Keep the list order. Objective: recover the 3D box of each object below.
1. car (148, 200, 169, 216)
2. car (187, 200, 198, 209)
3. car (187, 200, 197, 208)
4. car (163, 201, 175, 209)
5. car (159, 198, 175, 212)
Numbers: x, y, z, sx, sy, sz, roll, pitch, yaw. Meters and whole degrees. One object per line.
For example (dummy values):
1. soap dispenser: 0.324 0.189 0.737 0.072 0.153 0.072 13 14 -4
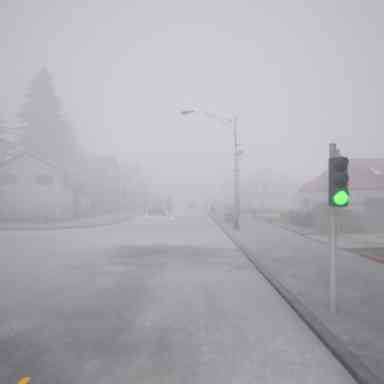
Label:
1. car: -4.094 2.009 39.704 1.837 1.490 4.892 0 -1 0
2. car: 0.110 2.226 58.997 1.882 1.535 5.008 0 -1 0
3. car: 0.015 2.683 74.397 2.128 1.511 4.902 0 -1 0
4. car: -4.054 2.288 60.096 1.812 1.442 4.674 0 -1 0
5. car: -4.090 1.853 49.756 2.150 2.045 5.566 0 -1 0
